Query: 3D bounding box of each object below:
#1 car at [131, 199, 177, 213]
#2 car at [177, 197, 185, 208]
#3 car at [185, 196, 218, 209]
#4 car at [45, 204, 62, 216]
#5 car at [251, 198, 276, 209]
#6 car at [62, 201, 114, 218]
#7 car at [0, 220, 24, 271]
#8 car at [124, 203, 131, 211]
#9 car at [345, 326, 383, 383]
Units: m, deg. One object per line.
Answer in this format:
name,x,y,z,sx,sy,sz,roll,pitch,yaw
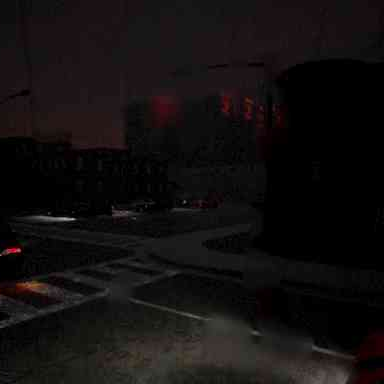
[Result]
car,-4.226,1.650,37.808,1.895,1.301,4.718,0,0,36
car,-0.593,1.408,48.884,2.097,1.767,4.553,0,0,36
car,1.621,1.401,45.969,2.097,1.767,4.553,0,0,36
car,-11.801,1.604,33.224,2.033,1.411,5.357,0,0,35
car,9.770,1.513,45.035,1.882,1.535,5.008,0,0,35
car,-9.282,1.613,30.719,1.994,1.385,4.181,0,0,36
car,-6.445,1.569,10.256,2.033,1.411,5.357,0,0,-34
car,-6.213,1.582,41.029,1.812,1.442,4.674,0,0,35
car,3.222,1.349,1.694,4.553,1.767,2.097,0,0,35
